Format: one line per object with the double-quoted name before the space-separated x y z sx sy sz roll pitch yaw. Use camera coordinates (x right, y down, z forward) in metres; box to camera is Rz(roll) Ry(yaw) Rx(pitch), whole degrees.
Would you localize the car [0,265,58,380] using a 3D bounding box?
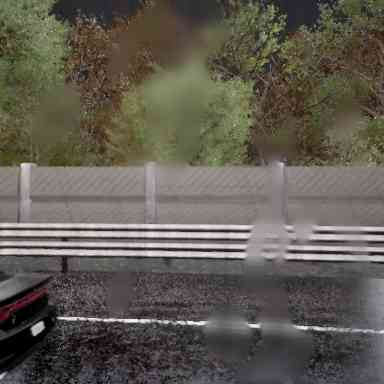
"car" -4.309 1.480 4.157 5.008 1.535 1.882 0 0 4
